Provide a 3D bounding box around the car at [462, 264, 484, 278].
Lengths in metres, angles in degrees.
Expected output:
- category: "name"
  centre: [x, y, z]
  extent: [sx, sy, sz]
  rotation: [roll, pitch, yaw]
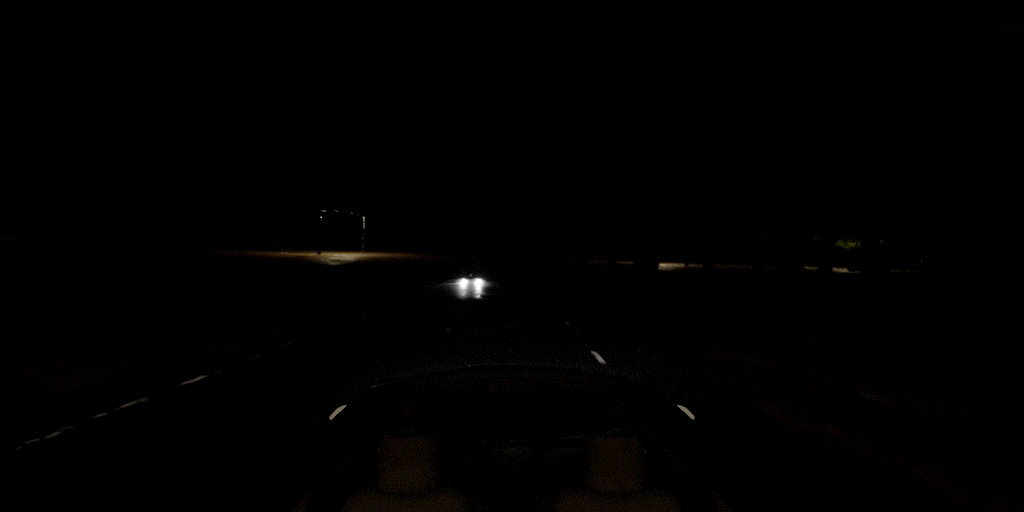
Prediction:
- category: "car"
  centre: [-3.916, 1.506, 36.298]
  extent: [1.895, 1.301, 4.718]
  rotation: [0, 0, 0]
